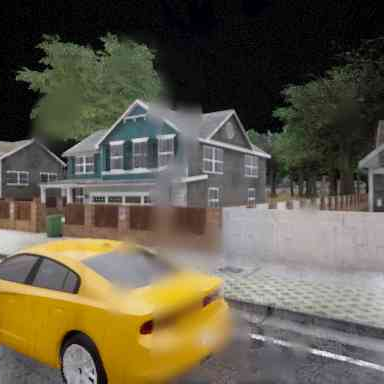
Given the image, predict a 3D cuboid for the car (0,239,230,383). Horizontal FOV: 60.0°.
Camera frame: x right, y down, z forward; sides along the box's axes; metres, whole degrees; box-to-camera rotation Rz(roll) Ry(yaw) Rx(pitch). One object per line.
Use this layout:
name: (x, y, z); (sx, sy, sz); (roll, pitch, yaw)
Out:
car: (-1.877, 1.479, 5.085); (5.008, 1.535, 1.882); (0, 0, 33)
